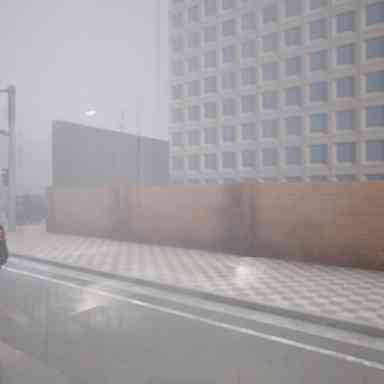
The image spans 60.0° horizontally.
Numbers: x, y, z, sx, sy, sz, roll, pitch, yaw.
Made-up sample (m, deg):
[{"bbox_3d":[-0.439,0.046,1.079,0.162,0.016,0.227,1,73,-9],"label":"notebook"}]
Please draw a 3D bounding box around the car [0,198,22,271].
[{"bbox_3d":[-7.232,1.251,9.097,5.566,2.045,2.150,0,0,35],"label":"car"}]

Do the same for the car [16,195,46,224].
[{"bbox_3d":[-10.842,1.228,25.030,2.150,2.045,5.566,0,0,37],"label":"car"}]
